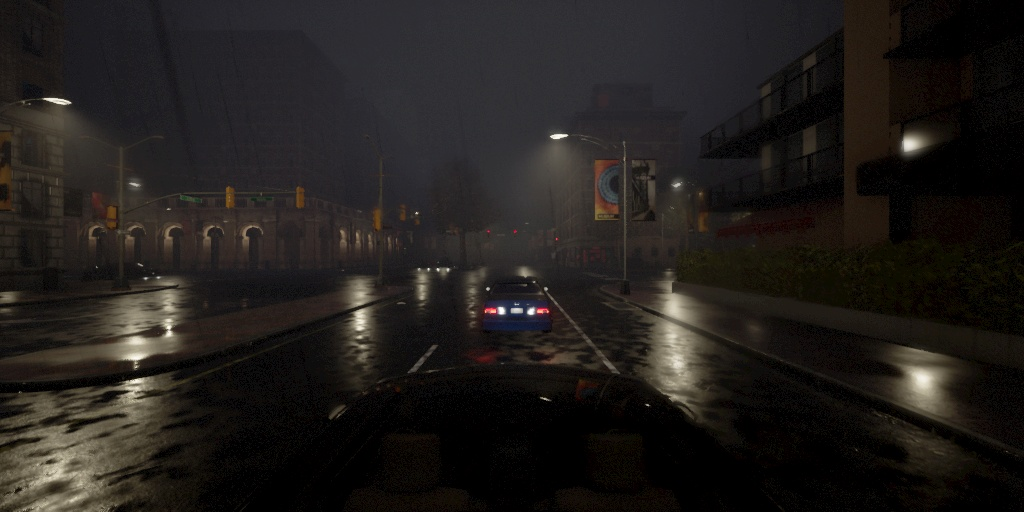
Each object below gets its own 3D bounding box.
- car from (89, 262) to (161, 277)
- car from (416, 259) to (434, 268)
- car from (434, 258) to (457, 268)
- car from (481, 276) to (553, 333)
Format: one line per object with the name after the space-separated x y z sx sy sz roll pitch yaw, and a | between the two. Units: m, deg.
-37.191 1.297 34.525 5.357 1.411 2.033 0 0 0 | car
-14.527 1.227 61.723 1.882 1.535 5.008 0 0 1 | car
-11.060 1.102 59.654 2.097 1.767 4.553 0 0 1 | car
0.145 1.297 10.705 2.033 1.411 5.357 0 0 1 | car
